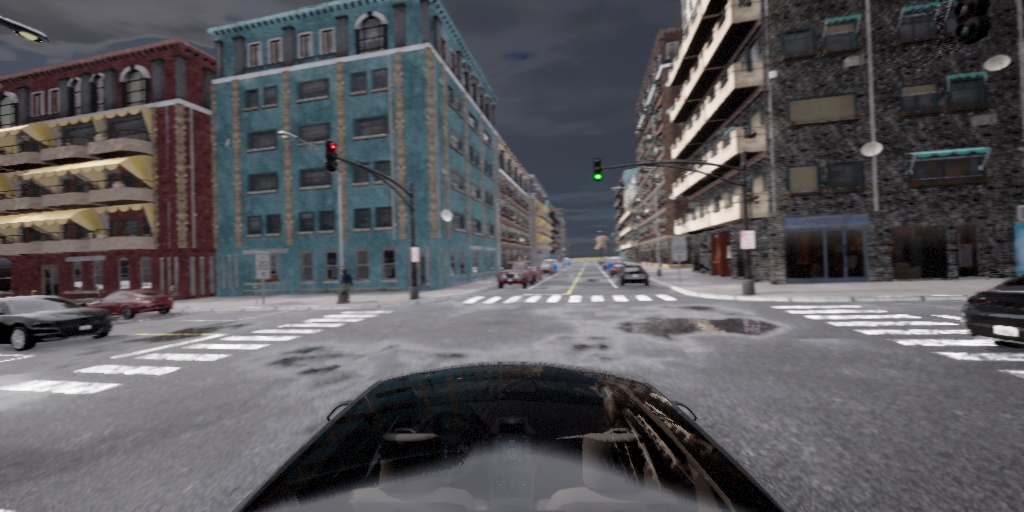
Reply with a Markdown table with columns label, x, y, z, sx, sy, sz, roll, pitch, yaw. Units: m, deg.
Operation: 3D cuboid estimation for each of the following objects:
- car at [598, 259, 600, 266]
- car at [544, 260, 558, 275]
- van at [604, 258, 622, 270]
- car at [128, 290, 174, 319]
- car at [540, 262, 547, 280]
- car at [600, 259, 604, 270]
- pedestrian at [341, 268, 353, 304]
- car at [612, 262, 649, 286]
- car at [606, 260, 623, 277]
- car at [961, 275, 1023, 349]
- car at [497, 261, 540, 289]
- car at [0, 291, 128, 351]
| label | x | y | z | sx | sy | sz | roll | pitch | yaw |
| --- | --- | --- | --- | --- | --- | --- | --- | --- | --- |
| car | 16.406 | 1.320 | 62.220 | 2.007 | 1.370 | 4.403 | 0 | 0 | 12 |
| car | 3.976 | 1.539 | 42.200 | 1.888 | 1.381 | 4.507 | 0 | 0 | 12 |
| van | 11.672 | 1.073 | 40.522 | 1.690 | 1.789 | 3.998 | 0 | 0 | 12 |
| car | -18.884 | 2.356 | 17.740 | 4.207 | 1.307 | 1.802 | 0 | 0 | 13 |
| car | 1.609 | 1.518 | 31.351 | 1.888 | 1.381 | 4.507 | 0 | 0 | 12 |
| car | 14.038 | 1.191 | 51.371 | 1.967 | 1.591 | 4.097 | 0 | 0 | 12 |
| pedestrian | -8.332 | 1.458 | 17.998 | 0.375 | 1.860 | 0.375 | -2 | 0 | 13 |
| car | 8.121 | 1.267 | 24.249 | 1.948 | 1.339 | 4.313 | 0 | 0 | 12 |
| car | 10.488 | 1.304 | 35.097 | 1.802 | 1.307 | 4.207 | 0 | 0 | 12 |
| car | 10.242 | 0.839 | 5.498 | 4.892 | 1.490 | 1.837 | -3 | -3 | 5 |
| car | 0.425 | 1.277 | 25.927 | 2.192 | 1.841 | 5.009 | 0 | 0 | 12 |
| car | -15.381 | 2.012 | 11.394 | 5.008 | 1.535 | 1.882 | -3 | -1 | 12 |
